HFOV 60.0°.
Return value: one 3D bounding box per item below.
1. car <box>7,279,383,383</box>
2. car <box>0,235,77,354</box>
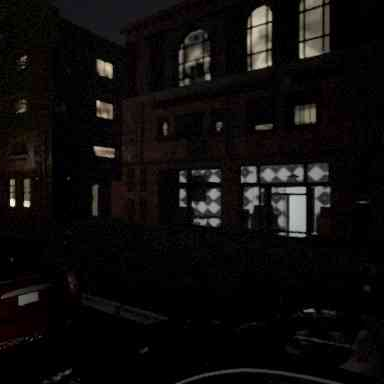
[{"bbox_3d":[0.894,1.550,2.235,4.403,1.369,2.008,0,0,36],"label":"car"},{"bbox_3d":[-3.743,1.432,5.544,4.097,1.590,1.967,0,0,36],"label":"car"}]
